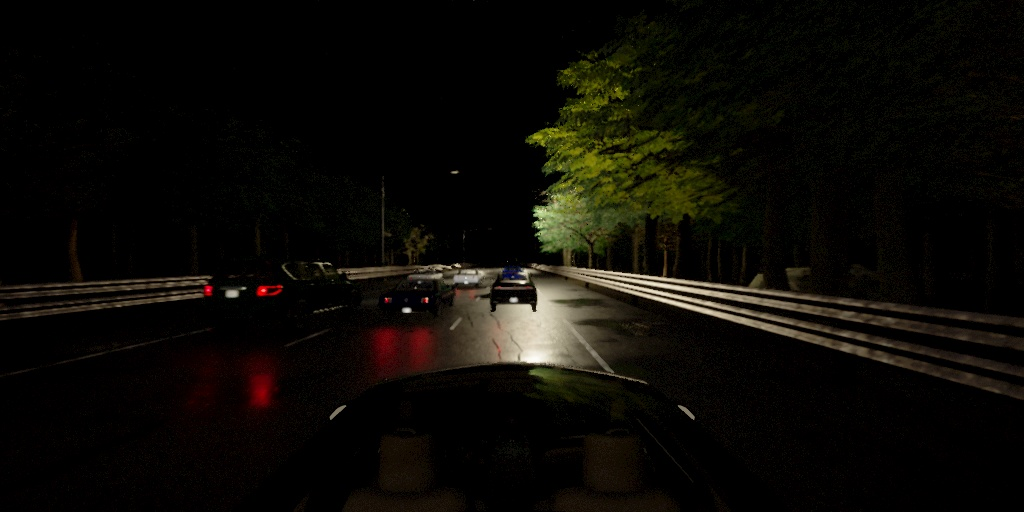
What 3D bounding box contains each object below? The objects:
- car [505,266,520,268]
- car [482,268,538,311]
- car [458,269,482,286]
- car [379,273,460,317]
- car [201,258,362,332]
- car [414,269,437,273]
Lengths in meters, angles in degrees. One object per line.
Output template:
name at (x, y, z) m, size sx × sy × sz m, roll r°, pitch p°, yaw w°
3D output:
car at (0.068, 1.653, 32.400) m, size 1.882 × 1.535 × 5.008 m, roll 0°, pitch -1°, yaw 0°
car at (0.076, 1.430, 15.572) m, size 2.128 × 1.511 × 4.902 m, roll 0°, pitch -1°, yaw 0°
car at (-3.438, 1.729, 29.135) m, size 1.895 × 1.301 × 4.718 m, roll 0°, pitch -1°, yaw 0°
car at (-3.428, 1.518, 13.956) m, size 1.895 × 1.301 × 4.718 m, roll 0°, pitch -1°, yaw 0°
car at (-6.942, 1.103, 11.625) m, size 2.150 × 2.045 × 5.566 m, roll 0°, pitch -1°, yaw 1°
car at (-6.939, 1.730, 29.167) m, size 1.895 × 1.301 × 4.718 m, roll 0°, pitch -1°, yaw 0°
